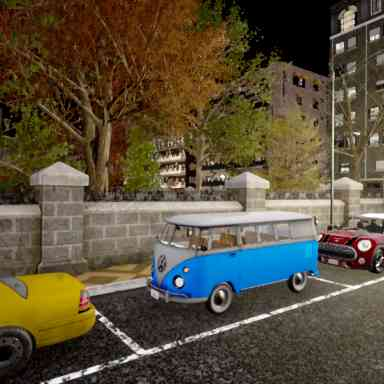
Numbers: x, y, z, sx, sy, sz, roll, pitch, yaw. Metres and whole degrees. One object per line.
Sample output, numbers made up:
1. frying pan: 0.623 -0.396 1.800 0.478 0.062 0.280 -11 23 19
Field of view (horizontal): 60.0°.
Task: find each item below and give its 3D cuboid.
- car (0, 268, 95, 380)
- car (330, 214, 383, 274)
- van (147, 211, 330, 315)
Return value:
1. car: -3.678 1.525 3.927 4.829 1.417 1.752 0 1 -35
2. car: 5.606 1.441 10.537 4.097 1.590 1.967 0 1 -35
3. van: 1.035 1.342 7.280 3.998 1.788 1.690 0 1 -35
